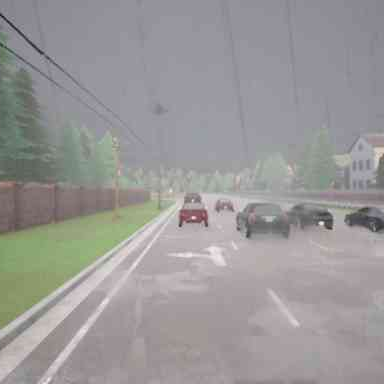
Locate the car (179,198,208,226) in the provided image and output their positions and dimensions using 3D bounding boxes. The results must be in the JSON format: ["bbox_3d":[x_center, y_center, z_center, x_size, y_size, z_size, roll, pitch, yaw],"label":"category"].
[{"bbox_3d":[0.101,1.435,23.008,1.882,1.535,5.008,0,0,0],"label":"car"}]

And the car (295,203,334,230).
[{"bbox_3d":[7.103,1.467,20.688,1.837,1.490,4.892,0,0,0],"label":"car"}]

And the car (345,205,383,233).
[{"bbox_3d":[10.588,1.490,19.119,1.812,1.442,4.674,0,0,0],"label":"car"}]

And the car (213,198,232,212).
[{"bbox_3d":[3.591,1.456,37.675,1.812,1.442,4.674,0,0,0],"label":"car"}]

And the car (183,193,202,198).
[{"bbox_3d":[0.104,1.145,41.391,2.150,2.045,5.566,0,0,0],"label":"car"}]

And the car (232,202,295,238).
[{"bbox_3d":[3.601,1.319,17.611,2.097,1.767,4.553,0,0,0],"label":"car"}]
